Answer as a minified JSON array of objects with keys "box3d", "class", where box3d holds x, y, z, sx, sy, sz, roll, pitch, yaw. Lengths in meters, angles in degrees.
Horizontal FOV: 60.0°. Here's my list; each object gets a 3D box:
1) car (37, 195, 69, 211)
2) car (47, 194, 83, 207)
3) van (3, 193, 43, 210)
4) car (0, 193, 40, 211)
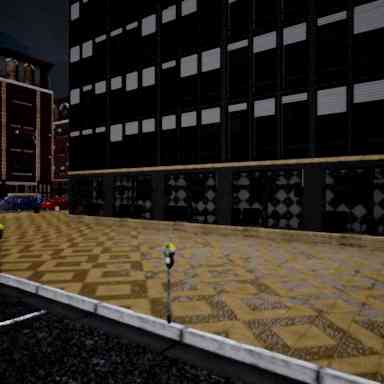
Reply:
[{"box3d":[-13.582,1.264,35.145,1.887,1.381,4.507,1,1,35],"class":"car"},{"box3d":[-16.824,1.074,44.269,1.967,1.590,4.097,1,1,35],"class":"car"},{"box3d":[-20.059,1.044,39.628,1.690,1.788,3.998,1,1,35],"class":"van"},{"box3d":[-19.244,1.087,36.505,2.097,1.767,4.553,0,1,35],"class":"car"}]
